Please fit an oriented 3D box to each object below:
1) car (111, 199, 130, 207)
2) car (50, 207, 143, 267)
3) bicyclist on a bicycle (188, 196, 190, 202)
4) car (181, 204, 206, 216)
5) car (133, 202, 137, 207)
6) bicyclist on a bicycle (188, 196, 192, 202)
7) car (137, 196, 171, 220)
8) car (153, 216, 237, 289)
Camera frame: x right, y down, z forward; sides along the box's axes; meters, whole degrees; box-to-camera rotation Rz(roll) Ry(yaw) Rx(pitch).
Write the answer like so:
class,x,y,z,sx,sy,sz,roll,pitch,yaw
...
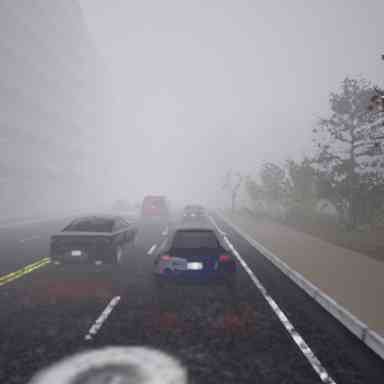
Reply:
class,x,y,z,sx,sy,sz,roll,pitch,yaw
car,-9.816,1.662,45.788,1.882,1.535,5.008,0,0,-1
car,-3.152,1.522,11.592,1.882,1.535,5.008,0,0,0
bicyclist on a bicycle,-0.844,1.798,87.850,0.582,1.620,1.656,0,0,-4
car,0.127,1.647,25.341,2.033,1.411,5.357,0,0,1
car,-6.551,1.778,43.928,1.895,1.301,4.718,0,0,0
bicyclist on a bicycle,-0.245,1.682,78.789,0.659,1.776,1.843,0,0,-3
car,-3.092,1.335,29.143,2.150,2.045,5.566,0,0,0
car,0.081,1.600,9.326,1.994,1.385,4.181,0,0,1
